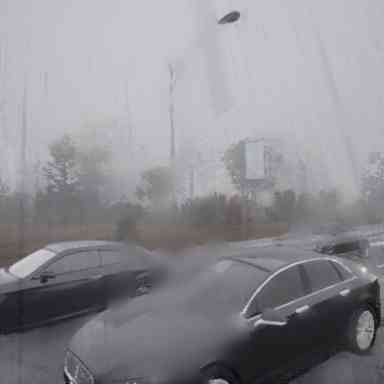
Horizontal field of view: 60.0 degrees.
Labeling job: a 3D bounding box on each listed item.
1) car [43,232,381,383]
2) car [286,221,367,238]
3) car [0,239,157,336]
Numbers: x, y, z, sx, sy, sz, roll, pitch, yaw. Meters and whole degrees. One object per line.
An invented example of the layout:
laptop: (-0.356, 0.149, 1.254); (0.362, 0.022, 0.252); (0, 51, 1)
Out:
car: (0.811, 1.600, 4.603); (4.892, 1.490, 1.837); (0, -2, -37)
car: (4.562, 1.752, 11.893); (4.181, 1.385, 1.994); (0, -2, -38)
car: (-2.467, 1.720, 6.498); (4.674, 1.442, 1.812); (0, -2, -37)
